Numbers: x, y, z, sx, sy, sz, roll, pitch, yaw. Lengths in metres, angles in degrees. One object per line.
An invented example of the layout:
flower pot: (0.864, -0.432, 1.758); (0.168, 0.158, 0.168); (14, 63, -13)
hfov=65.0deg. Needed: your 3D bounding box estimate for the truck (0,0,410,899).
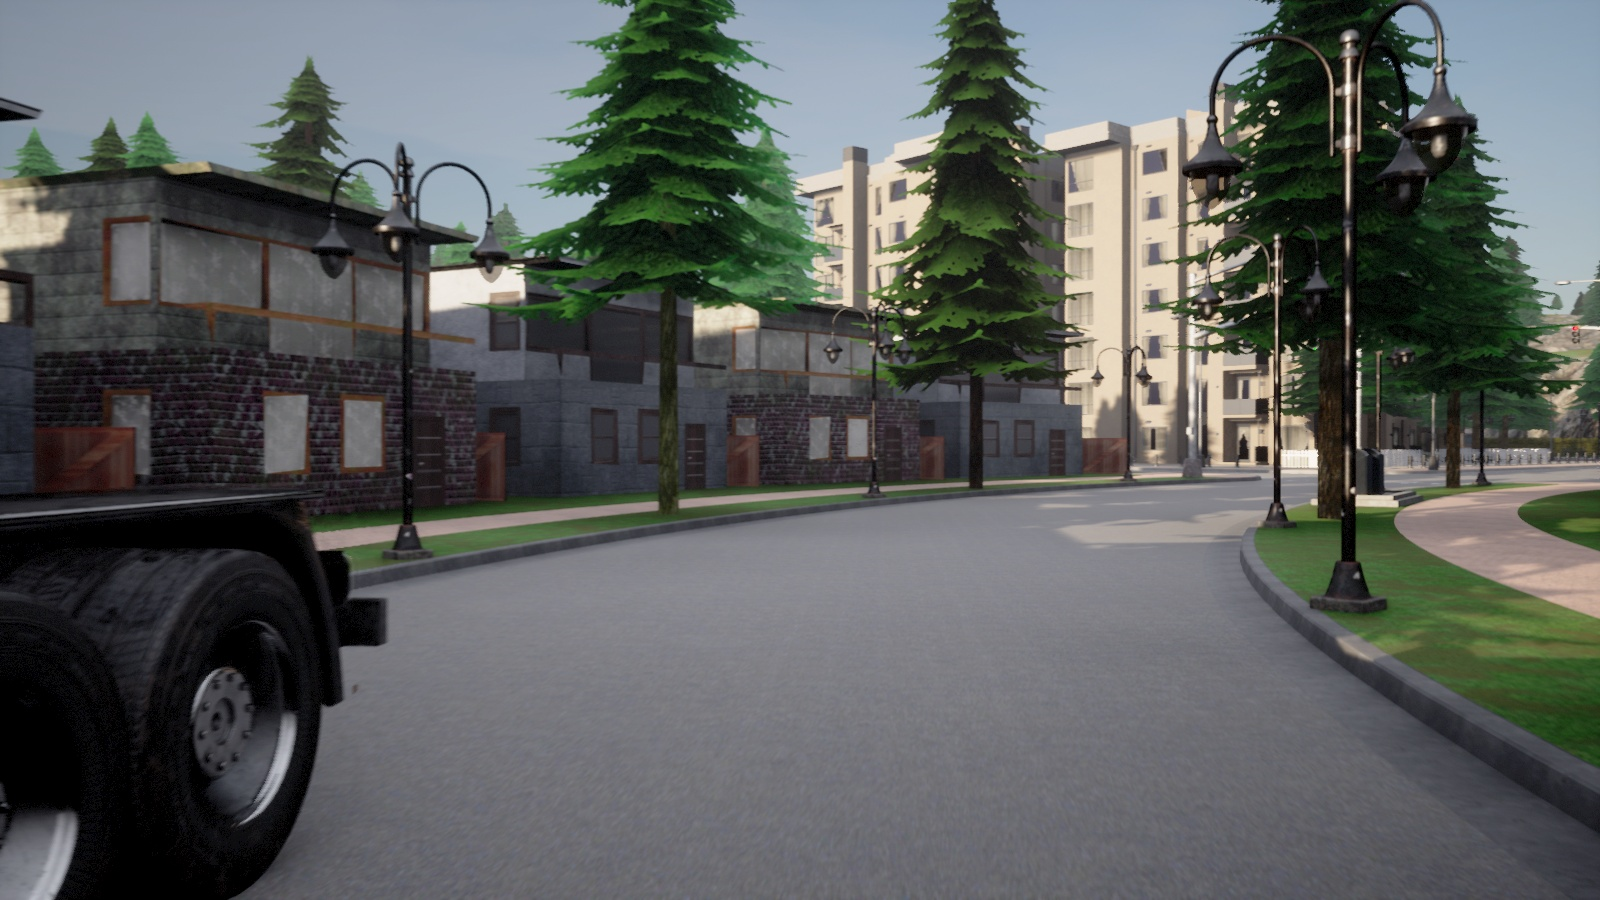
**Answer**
truck: (-3.425, -0.249, 1.437); (2.891, 3.462, 7.936); (0, 0, 5)
